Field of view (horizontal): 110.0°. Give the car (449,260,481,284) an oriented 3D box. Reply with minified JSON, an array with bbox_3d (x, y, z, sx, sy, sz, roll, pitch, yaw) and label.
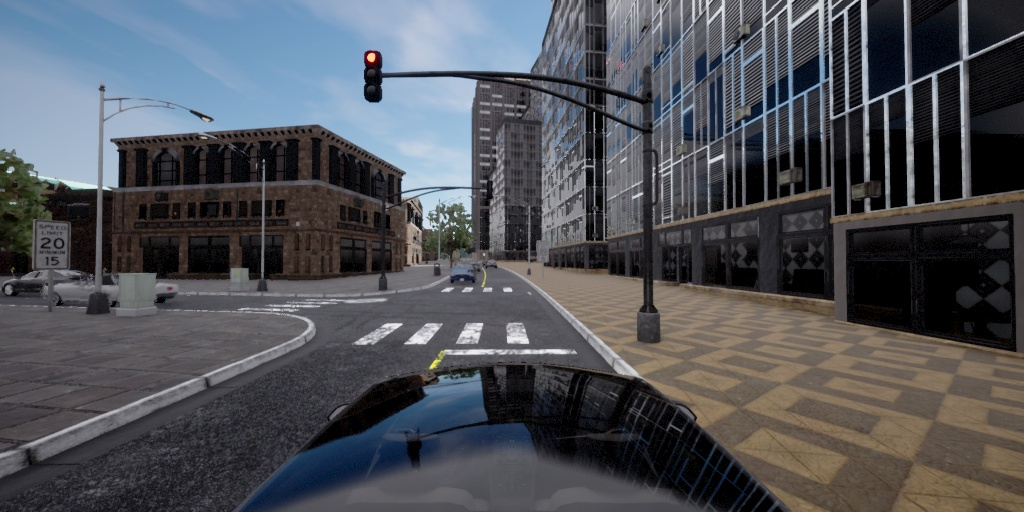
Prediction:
[{"bbox_3d":[-3.651,1.297,27.745,2.033,1.411,5.357,0,0,-3],"label":"car"}]

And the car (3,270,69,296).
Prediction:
[{"bbox_3d":[-24.186,1.384,18.848,4.403,1.370,2.007,0,0,9],"label":"car"}]

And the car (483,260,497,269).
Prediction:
[{"bbox_3d":[-3.426,1.298,58.442,2.033,1.411,5.357,0,0,-7],"label":"car"}]

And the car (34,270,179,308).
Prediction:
[{"bbox_3d":[-16.501,1.382,14.746,4.718,1.301,1.895,0,-1,13],"label":"car"}]
